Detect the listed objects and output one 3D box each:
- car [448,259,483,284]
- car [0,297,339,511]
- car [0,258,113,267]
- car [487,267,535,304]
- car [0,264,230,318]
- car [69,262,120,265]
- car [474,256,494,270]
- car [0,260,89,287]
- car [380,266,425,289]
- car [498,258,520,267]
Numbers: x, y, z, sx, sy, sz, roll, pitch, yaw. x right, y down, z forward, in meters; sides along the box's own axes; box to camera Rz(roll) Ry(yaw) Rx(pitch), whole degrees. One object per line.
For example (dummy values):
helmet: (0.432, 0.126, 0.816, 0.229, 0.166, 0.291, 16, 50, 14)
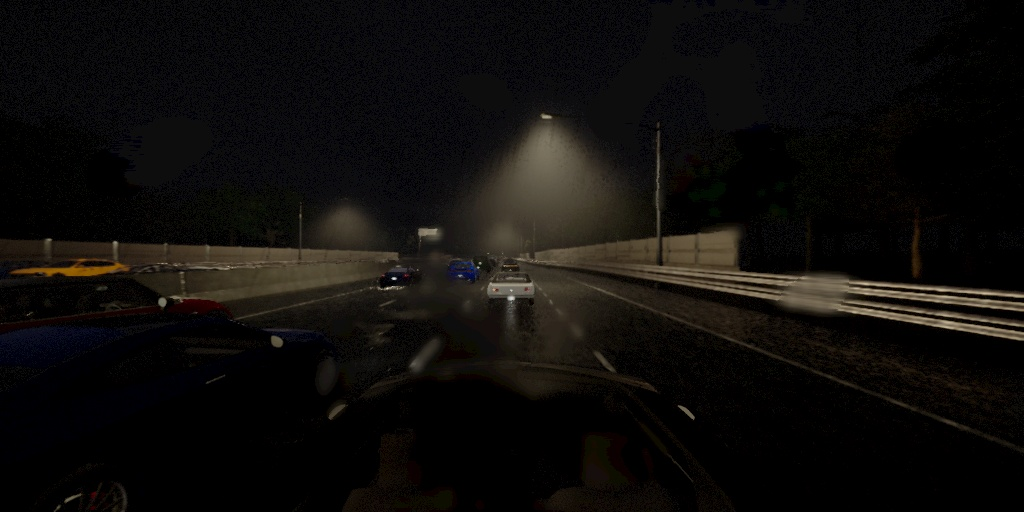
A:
car: (-3.585, 1.232, 27.460, 1.882, 1.535, 5.008, 0, 0, 0)
car: (-3.502, 1.278, 3.462, 1.812, 1.442, 4.674, 0, 0, 0)
car: (-24.547, 0.892, 20.273, 1.882, 1.535, 5.008, 0, 0, 0)
car: (-0.031, 1.354, 16.237, 1.895, 1.301, 4.718, 0, 0, 0)
car: (-7.005, 1.106, 5.819, 2.097, 1.767, 4.553, 0, 0, 0)
car: (-21.047, 1.263, 20.287, 2.128, 1.511, 4.902, 0, 0, 0)
car: (-3.713, 0.984, 44.294, 2.150, 2.045, 5.566, 0, 0, -1)
car: (-28.047, 0.955, 20.258, 2.033, 1.411, 5.357, 0, 0, 0)
car: (-7.063, 1.319, 23.472, 1.994, 1.385, 4.181, 0, 0, 0)
car: (-0.170, 1.249, 39.411, 2.128, 1.511, 4.902, 0, 0, 0)
